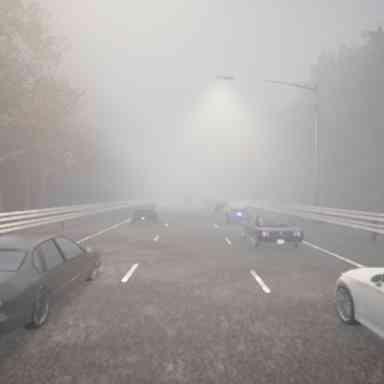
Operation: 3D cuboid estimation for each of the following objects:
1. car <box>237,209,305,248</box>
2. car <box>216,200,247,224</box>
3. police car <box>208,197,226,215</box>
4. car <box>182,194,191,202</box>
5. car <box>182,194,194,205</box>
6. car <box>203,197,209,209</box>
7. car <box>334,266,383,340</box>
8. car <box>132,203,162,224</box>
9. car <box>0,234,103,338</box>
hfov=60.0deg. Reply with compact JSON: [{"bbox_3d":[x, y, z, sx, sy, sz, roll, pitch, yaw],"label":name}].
[{"bbox_3d":[3.471,1.680,15.249,1.895,1.301,4.718,0,0,0],"label":"car"},{"bbox_3d":[3.393,1.639,26.287,2.163,1.488,4.792,0,0,-1],"label":"car"},{"bbox_3d":[3.268,1.616,37.404,1.930,1.638,5.238,0,0,-1],"label":"police car"},{"bbox_3d":[-1.577,1.667,93.017,2.150,2.045,5.566,0,0,-2],"label":"car"},{"bbox_3d":[-0.820,1.521,68.209,2.150,2.045,5.566,0,0,-2],"label":"car"},{"bbox_3d":[3.098,1.791,48.329,2.033,1.411,5.357,0,0,-1],"label":"car"},{"bbox_3d":[3.503,1.548,4.183,1.812,1.442,4.674,0,0,0],"label":"car"},{"bbox_3d":[-3.512,1.641,26.127,1.837,1.490,4.892,0,0,-1],"label":"car"},{"bbox_3d":[-3.405,1.585,6.923,2.033,1.411,5.357,0,0,0],"label":"car"}]
